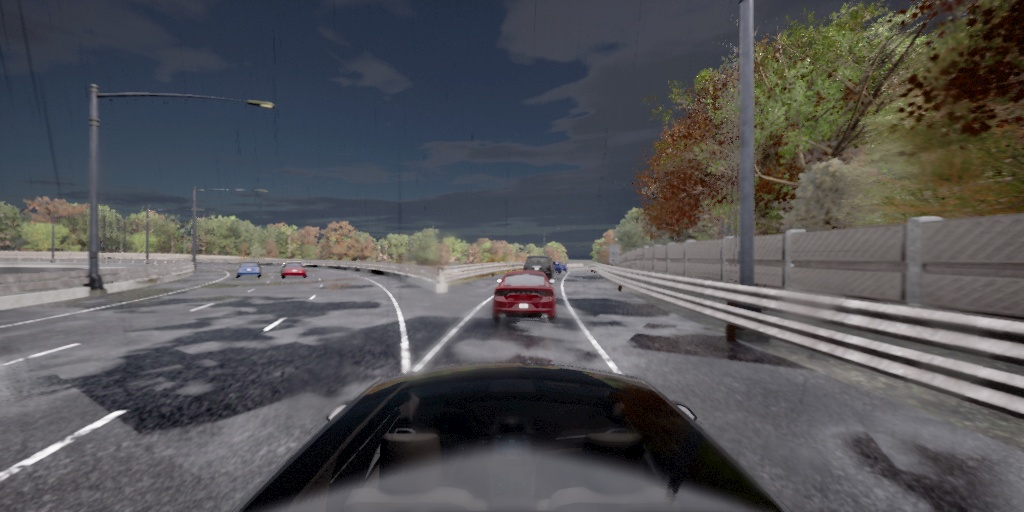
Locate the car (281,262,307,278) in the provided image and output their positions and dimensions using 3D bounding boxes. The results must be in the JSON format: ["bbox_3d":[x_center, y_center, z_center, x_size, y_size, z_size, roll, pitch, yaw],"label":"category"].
[{"bbox_3d":[-20.701,1.280,34.005,1.994,1.385,4.181,0,0,-33],"label":"car"}]

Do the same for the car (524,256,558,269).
[{"bbox_3d":[2.145,0.983,27.649,2.150,2.045,5.566,0,0,9],"label":"car"}]

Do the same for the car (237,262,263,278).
[{"bbox_3d":[-24.415,1.256,33.408,2.033,1.411,5.357,0,0,-34],"label":"car"}]

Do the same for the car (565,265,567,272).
[{"bbox_3d":[8.150,1.921,59.670,1.882,1.535,5.008,0,-3,11],"label":"car"}]

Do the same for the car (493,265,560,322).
[{"bbox_3d":[0.470,1.231,12.381,1.882,1.535,5.008,0,0,3],"label":"car"}]

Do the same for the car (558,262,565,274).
[{"bbox_3d":[5.263,1.379,44.955,1.882,1.535,5.008,0,-1,11],"label":"car"}]
